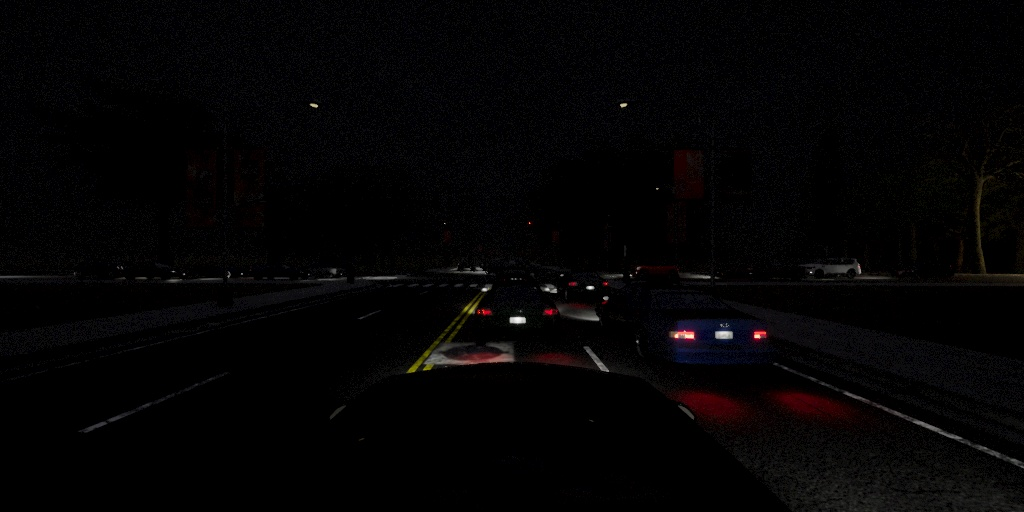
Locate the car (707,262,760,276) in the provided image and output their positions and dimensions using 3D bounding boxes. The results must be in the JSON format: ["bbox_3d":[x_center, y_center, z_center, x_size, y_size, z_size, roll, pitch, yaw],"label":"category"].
[{"bbox_3d":[24.806,1.474,40.287,4.892,1.490,1.837,0,0,-1],"label":"car"}]

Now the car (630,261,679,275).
[{"bbox_3d":[14.601,1.265,36.946,4.553,1.767,2.097,0,0,-1],"label":"car"}]

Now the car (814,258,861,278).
[{"bbox_3d":[32.677,1.229,37.096,5.566,2.045,2.150,0,0,0],"label":"car"}]

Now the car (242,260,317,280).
[{"bbox_3d":[-19.388,1.280,30.033,4.674,1.442,1.812,0,0,-2],"label":"car"}]

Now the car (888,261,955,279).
[{"bbox_3d":[42.660,1.566,37.146,4.902,1.511,2.128,0,0,0],"label":"car"}]

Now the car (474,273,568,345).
[{"bbox_3d":[0.107,1.320,9.544,1.994,1.385,4.181,0,0,0],"label":"car"}]

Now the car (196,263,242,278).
[{"bbox_3d":[-27.216,1.332,33.201,4.718,1.301,1.895,0,0,-1],"label":"car"}]

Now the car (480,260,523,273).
[{"bbox_3d":[-1.252,1.382,39.447,2.033,1.411,5.357,0,0,-28],"label":"car"}]

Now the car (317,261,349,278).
[{"bbox_3d":[-18.075,1.365,33.286,4.718,1.301,1.895,0,0,-1],"label":"car"}]

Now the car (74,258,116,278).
[{"bbox_3d":[-37.220,1.051,33.113,4.553,1.767,2.097,0,0,0],"label":"car"}]

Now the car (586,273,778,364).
[{"bbox_3d":[3.354,1.302,8.195,2.033,1.411,5.357,0,0,0],"label":"car"}]

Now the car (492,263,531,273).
[{"bbox_3d":[0.099,1.283,18.449,1.837,1.490,4.892,0,0,0],"label":"car"}]

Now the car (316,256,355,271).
[{"bbox_3d":[-20.375,0.988,39.770,5.566,2.045,2.150,0,0,2],"label":"car"}]

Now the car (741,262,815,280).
[{"bbox_3d":[24.830,1.450,33.628,4.902,1.511,2.128,0,0,0],"label":"car"}]

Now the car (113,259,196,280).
[{"bbox_3d":[-29.711,1.243,29.927,4.674,1.442,1.812,0,0,-1],"label":"car"}]

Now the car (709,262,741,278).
[{"bbox_3d":[23.235,1.520,37.040,4.181,1.385,1.994,0,0,-2],"label":"car"}]

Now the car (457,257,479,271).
[{"bbox_3d":[-6.575,1.129,52.040,2.150,2.045,5.566,0,0,0],"label":"car"}]

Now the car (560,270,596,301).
[{"bbox_3d":[3.358,1.339,17.438,1.994,1.385,4.181,0,0,0],"label":"car"}]

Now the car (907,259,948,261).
[{"bbox_3d":[45.927,1.326,40.394,5.566,2.045,2.150,0,0,0],"label":"car"}]
